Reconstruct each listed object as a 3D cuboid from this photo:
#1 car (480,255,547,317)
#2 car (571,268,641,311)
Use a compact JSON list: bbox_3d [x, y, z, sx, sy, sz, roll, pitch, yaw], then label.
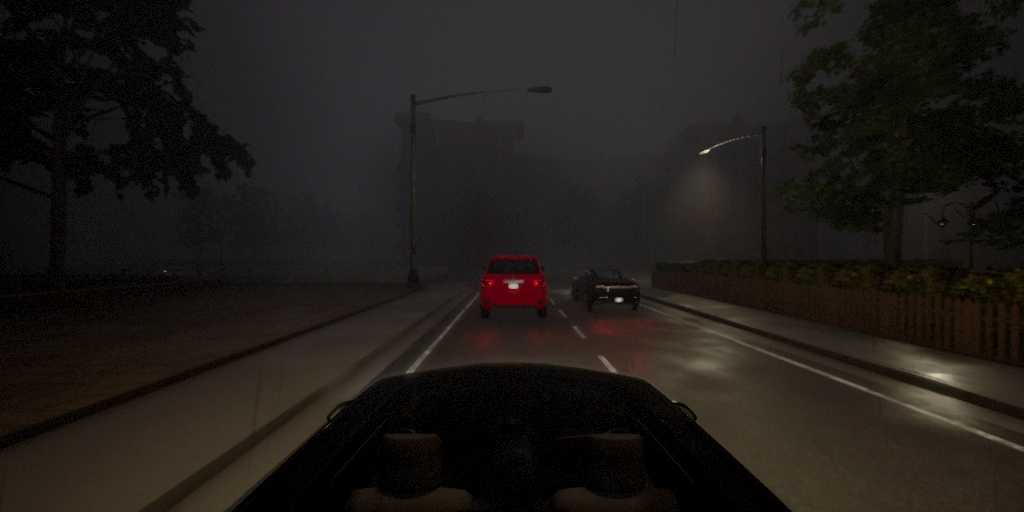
[{"bbox_3d":[0.065,0.971,13.306,2.150,2.045,5.566,0,0,0],"label":"car"},{"bbox_3d":[3.570,1.240,14.341,2.128,1.511,4.902,0,0,0],"label":"car"}]
